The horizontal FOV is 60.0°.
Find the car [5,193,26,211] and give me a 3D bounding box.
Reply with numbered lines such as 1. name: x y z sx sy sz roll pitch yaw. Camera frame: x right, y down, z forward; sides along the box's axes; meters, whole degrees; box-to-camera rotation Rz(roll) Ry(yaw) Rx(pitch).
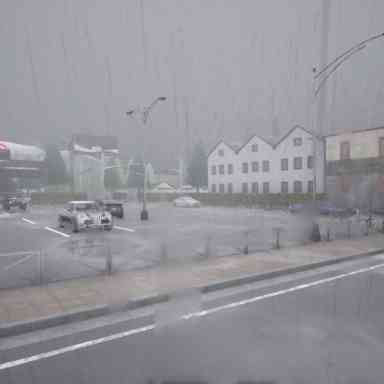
1. car: -20.193 1.092 37.895 1.905 1.878 3.866 0 0 -36

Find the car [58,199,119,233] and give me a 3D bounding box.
1. car: -5.683 1.248 17.625 1.970 1.475 3.806 0 0 -36

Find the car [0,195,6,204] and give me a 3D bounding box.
1. car: -39.548 1.495 65.854 4.611 1.667 2.242 0 0 -36

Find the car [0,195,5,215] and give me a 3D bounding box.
1. car: -18.283 1.113 29.585 1.932 1.855 4.605 0 0 -36

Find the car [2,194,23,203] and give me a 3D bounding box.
1. car: -39.319 1.328 72.983 3.866 1.878 1.905 0 0 -36

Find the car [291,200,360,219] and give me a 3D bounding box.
1. car: 10.738 1.371 27.262 2.033 1.411 5.357 0 0 -35

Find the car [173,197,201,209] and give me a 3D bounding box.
1. car: -0.764 1.349 43.452 1.812 1.442 4.674 0 0 -35

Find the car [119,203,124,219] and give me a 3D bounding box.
1. car: -6.810 1.313 25.488 2.007 1.523 4.514 0 0 -36
